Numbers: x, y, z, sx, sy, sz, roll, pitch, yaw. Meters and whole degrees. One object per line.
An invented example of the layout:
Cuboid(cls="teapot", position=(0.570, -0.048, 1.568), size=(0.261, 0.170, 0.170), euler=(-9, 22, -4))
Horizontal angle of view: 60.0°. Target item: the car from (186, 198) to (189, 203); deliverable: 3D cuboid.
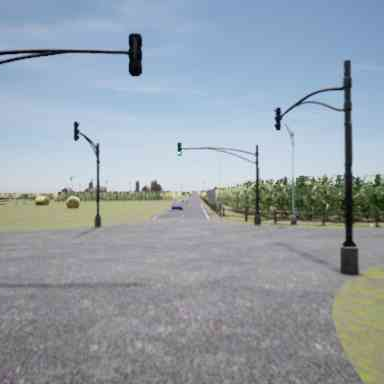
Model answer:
Cuboid(cls="car", position=(-1.812, 2.345, 90.093), size=(2.128, 1.511, 4.902), euler=(0, 0, 1))

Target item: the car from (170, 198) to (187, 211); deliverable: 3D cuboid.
Cuboid(cls="car", position=(-2.257, 2.158, 51.550), size=(2.033, 1.411, 5.357), euler=(0, 0, 1))
